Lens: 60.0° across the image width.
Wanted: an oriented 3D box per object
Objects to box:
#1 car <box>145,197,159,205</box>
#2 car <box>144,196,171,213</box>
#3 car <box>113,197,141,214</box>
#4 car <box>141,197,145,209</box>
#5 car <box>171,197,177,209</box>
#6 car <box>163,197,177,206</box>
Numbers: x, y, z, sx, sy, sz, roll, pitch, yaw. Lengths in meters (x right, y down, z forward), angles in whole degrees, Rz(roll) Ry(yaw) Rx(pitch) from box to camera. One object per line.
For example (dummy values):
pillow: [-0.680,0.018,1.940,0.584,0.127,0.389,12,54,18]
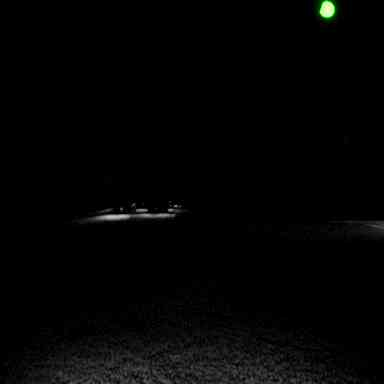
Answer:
car: [-7.021,1.530,59.404,1.895,1.301,4.718,0,0,1]
car: [-3.590,1.462,35.676,1.837,1.490,4.892,0,0,0]
car: [-7.099,1.449,35.599,2.128,1.511,4.902,0,0,-2]
car: [-7.083,1.424,45.084,1.882,1.535,5.008,0,0,0]
car: [-3.583,1.298,44.833,2.097,1.767,4.553,0,0,0]
car: [-3.553,1.497,55.291,1.994,1.385,4.181,0,0,0]
